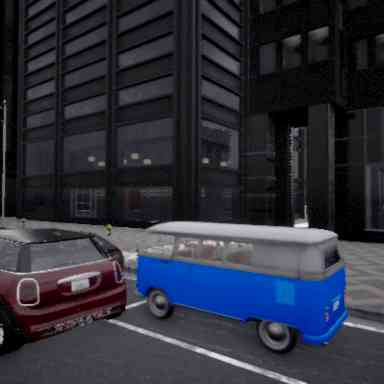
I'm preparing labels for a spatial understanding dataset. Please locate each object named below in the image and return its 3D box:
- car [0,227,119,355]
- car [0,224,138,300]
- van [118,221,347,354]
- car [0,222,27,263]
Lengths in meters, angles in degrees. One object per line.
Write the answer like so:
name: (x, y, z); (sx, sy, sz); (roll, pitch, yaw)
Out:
car: (-3.407, 1.488, 6.593); (4.553, 1.767, 2.097); (0, 0, 39)
car: (-3.829, 1.760, 9.504); (4.403, 1.369, 2.008); (-1, -2, 37)
van: (0.687, 1.489, 6.137); (3.998, 1.788, 1.690); (-1, -2, 37)
car: (-8.345, 1.854, 12.876); (4.206, 1.307, 1.802); (-1, -2, 37)
